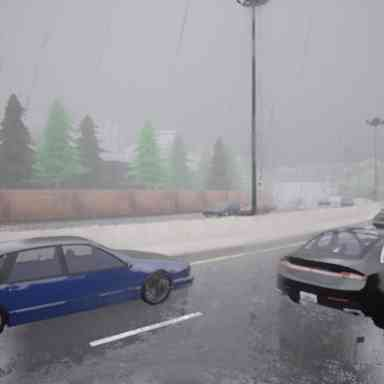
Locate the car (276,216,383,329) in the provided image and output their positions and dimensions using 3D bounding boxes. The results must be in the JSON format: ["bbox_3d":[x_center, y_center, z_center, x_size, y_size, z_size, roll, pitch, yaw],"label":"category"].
[{"bbox_3d":[3.782,1.505,6.987,4.902,1.511,2.128,0,0,-39],"label":"car"}]

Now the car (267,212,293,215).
[{"bbox_3d":[7.529,1.585,25.480,1.812,1.442,4.674,0,0,41],"label":"car"}]

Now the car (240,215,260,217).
[{"bbox_3d":[5.984,1.551,29.026,1.882,1.535,5.008,0,0,40],"label":"car"}]

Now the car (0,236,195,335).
[{"bbox_3d":[-2.543,1.573,6.359,5.357,1.411,2.033,0,0,-37],"label":"car"}]

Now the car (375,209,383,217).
[{"bbox_3d":[12.502,1.580,20.178,2.033,1.411,5.357,0,0,42],"label":"car"}]
